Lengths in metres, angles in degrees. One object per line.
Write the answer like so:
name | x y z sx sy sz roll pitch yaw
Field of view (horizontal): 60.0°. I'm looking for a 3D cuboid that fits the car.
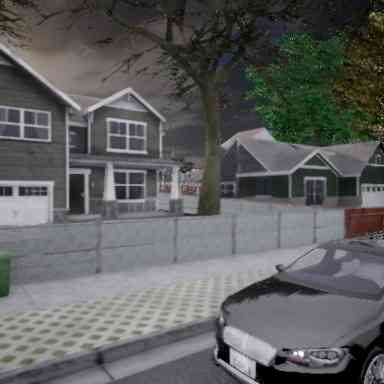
car | 2.516 1.511 4.853 4.902 1.511 2.128 0 0 -35
